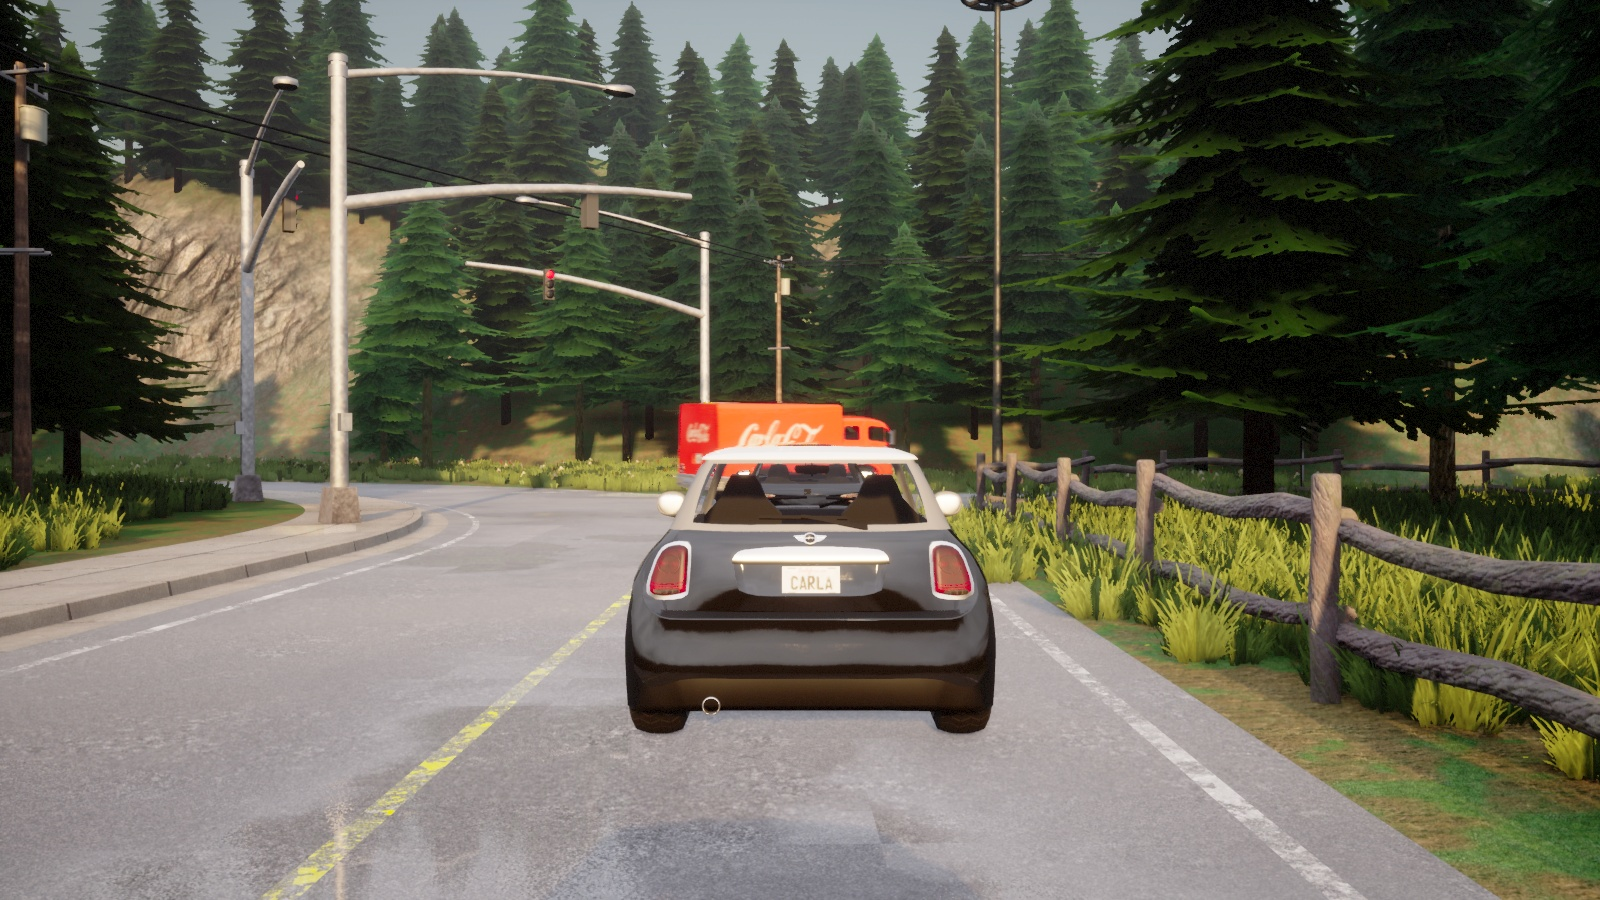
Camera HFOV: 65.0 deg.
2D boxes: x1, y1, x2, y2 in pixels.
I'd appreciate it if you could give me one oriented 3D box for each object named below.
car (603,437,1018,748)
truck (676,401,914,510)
[{"bbox_3d":[0.058,0.668,7.864,1.970,1.475,3.806,0,0,0],"label":"car"},{"bbox_3d":[-0.108,0.105,30.815,5.204,2.467,2.627,0,1,-30],"label":"truck"}]
